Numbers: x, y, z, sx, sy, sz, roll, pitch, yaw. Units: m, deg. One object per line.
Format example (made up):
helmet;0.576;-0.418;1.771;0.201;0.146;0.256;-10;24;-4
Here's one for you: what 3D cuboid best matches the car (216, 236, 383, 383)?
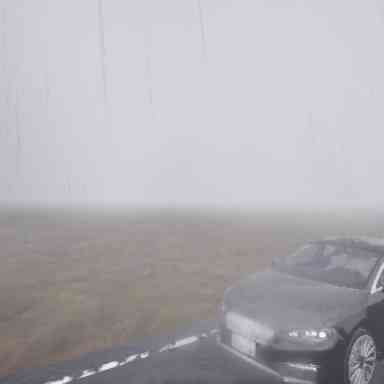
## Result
car;2.556;1.520;5.332;4.902;1.511;2.128;0;0;-37
